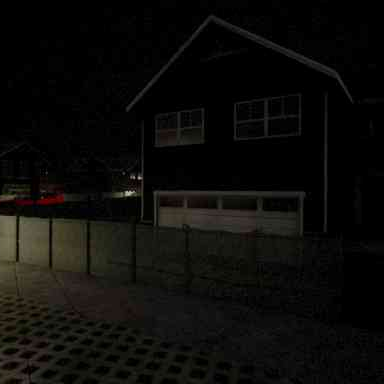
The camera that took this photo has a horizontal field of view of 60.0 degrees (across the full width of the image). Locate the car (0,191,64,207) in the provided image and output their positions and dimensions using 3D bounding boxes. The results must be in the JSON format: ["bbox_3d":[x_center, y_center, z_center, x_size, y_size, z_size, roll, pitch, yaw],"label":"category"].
[{"bbox_3d":[-13.234,0.935,27.691,2.150,2.045,5.566,0,1,26],"label":"car"}]

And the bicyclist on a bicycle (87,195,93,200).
[{"bbox_3d":[-7.784,1.047,25.400,1.656,1.620,0.582,0,1,27],"label":"bicyclist on a bicycle"}]

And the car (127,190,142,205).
[{"bbox_3d":[-6.351,0.715,42.717,2.150,2.045,5.566,0,1,22],"label":"car"}]
